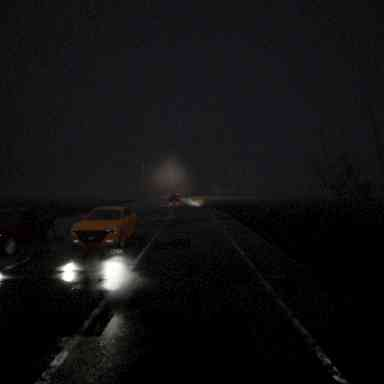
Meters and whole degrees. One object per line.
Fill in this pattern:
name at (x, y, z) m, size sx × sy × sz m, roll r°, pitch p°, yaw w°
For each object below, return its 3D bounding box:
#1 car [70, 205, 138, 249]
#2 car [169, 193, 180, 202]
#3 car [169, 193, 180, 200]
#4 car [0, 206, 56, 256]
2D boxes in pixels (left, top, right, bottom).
car at (-3.546, 1.354, 14.229) m, size 1.882 × 1.535 × 5.008 m, roll 0°, pitch 0°, yaw 0°
car at (-3.103, 1.035, 57.926) m, size 1.895 × 1.301 × 4.718 m, roll 0°, pitch 1°, yaw -3°
car at (-3.506, 0.823, 67.933) m, size 1.994 × 1.385 × 4.181 m, roll 0°, pitch 1°, yaw 0°
car at (-7.057, 1.365, 12.898) m, size 1.882 × 1.535 × 5.008 m, roll 0°, pitch 0°, yaw 0°
